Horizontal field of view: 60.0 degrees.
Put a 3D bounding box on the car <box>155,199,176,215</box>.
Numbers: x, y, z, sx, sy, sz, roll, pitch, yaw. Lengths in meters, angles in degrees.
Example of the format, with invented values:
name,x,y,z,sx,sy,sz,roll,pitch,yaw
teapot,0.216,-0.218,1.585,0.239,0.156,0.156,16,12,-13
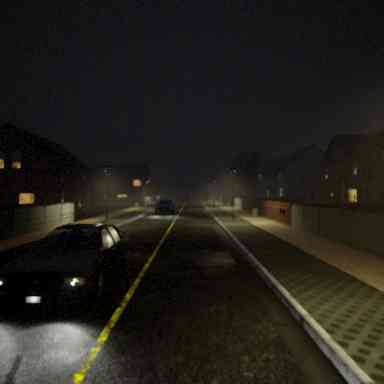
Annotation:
name,x,y,z,sx,sy,sz,roll,pitch,yaw
car,-2.753,1.515,35.007,1.882,1.535,5.008,0,0,0

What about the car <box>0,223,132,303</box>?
name,x,y,z,sx,sy,sz,roll,pitch,yaw
car,-2.841,1.547,8.619,2.033,1.411,5.357,0,0,0
